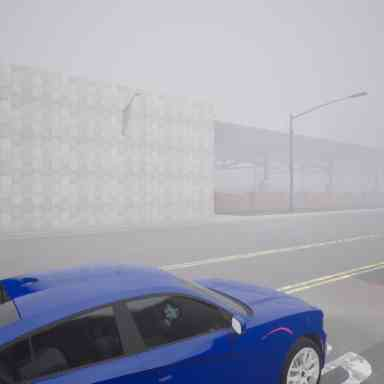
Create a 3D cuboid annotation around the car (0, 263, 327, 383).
[{"bbox_3d":[-0.683,1.478,3.262,5.008,1.535,1.882,0,0,-36],"label":"car"}]
